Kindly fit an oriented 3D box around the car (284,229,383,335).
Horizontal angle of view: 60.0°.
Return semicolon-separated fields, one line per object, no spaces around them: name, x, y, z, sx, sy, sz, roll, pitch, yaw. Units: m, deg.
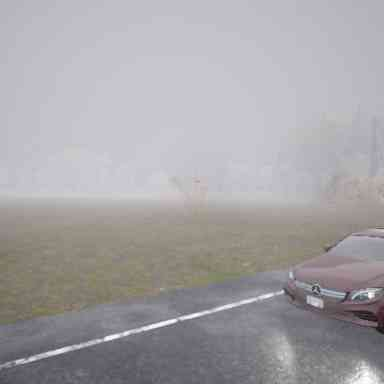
car;3.895;1.524;6.771;4.674;1.442;1.812;0;0;-35
